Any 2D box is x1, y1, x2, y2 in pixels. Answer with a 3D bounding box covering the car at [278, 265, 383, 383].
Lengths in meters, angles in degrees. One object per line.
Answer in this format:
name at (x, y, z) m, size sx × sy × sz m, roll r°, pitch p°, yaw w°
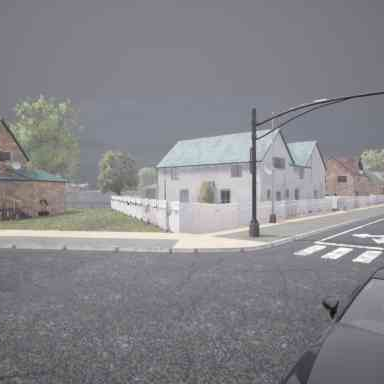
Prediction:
car at (2.512, 1.524, 3.380) m, size 1.812 × 1.442 × 4.674 m, roll 0°, pitch 0°, yaw 42°
